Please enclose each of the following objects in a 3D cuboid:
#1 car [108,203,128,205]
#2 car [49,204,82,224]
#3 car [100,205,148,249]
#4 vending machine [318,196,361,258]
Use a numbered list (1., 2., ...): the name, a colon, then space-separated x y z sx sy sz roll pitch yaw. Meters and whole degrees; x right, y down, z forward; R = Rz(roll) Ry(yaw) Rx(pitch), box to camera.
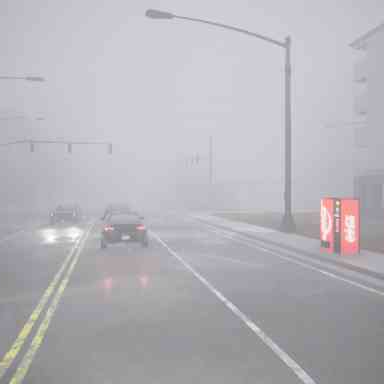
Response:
1. car: -5.250 1.478 23.414 1.882 1.535 5.008 0 0 -14
2. car: -9.264 1.608 24.608 1.895 1.301 4.718 0 0 -14
3. car: -3.027 1.526 14.638 1.812 1.442 4.674 0 0 -14
4. vending machine: 5.230 1.195 11.823 1.100 2.100 0.880 0 0 -14
